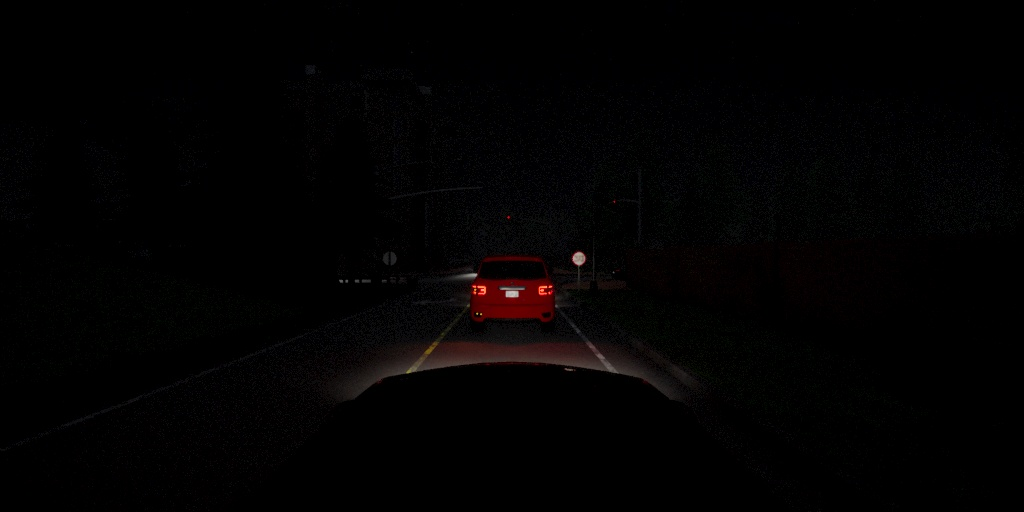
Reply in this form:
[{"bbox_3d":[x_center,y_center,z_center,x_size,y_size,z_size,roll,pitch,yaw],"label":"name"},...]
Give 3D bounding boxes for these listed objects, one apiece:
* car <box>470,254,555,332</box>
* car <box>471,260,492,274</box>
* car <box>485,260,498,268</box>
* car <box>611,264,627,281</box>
[{"bbox_3d":[0.052,0.971,10.958,2.150,2.045,5.566,0,0,1],"label":"car"},{"bbox_3d":[-3.557,1.241,42.803,2.128,1.511,4.902,0,0,0],"label":"car"},{"bbox_3d":[-3.517,1.351,60.928,1.895,1.301,4.718,0,0,0],"label":"car"},{"bbox_3d":[10.315,1.299,29.365,4.181,1.385,1.994,0,0,0],"label":"car"}]
